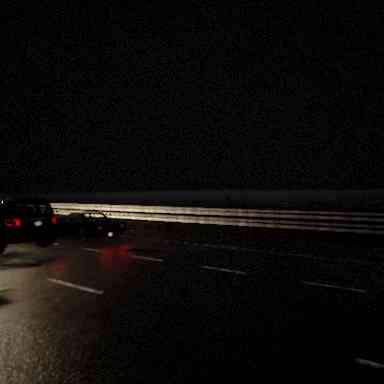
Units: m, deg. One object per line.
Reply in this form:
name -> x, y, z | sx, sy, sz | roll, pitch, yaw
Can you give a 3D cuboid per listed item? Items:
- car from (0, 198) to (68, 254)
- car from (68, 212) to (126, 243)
car -> -7.874, 1.267, 13.889 | 5.566, 2.045, 2.150 | 0, 0, 36
car -> -5.537, 1.646, 16.517 | 4.718, 1.301, 1.895 | 0, 0, 36
